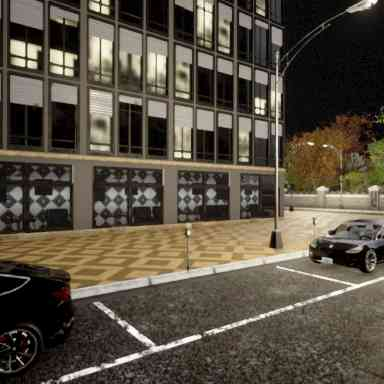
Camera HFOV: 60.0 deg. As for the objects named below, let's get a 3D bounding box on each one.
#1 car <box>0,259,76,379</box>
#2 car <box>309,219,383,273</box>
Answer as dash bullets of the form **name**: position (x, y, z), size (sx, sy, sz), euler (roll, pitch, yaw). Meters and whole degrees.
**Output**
- **car**: position (-3.641, 1.566, 3.960), size (4.313, 1.339, 1.947), euler (0, 0, -36)
- **car**: position (5.589, 1.562, 10.645), size (4.313, 1.339, 1.947), euler (0, 0, -36)
